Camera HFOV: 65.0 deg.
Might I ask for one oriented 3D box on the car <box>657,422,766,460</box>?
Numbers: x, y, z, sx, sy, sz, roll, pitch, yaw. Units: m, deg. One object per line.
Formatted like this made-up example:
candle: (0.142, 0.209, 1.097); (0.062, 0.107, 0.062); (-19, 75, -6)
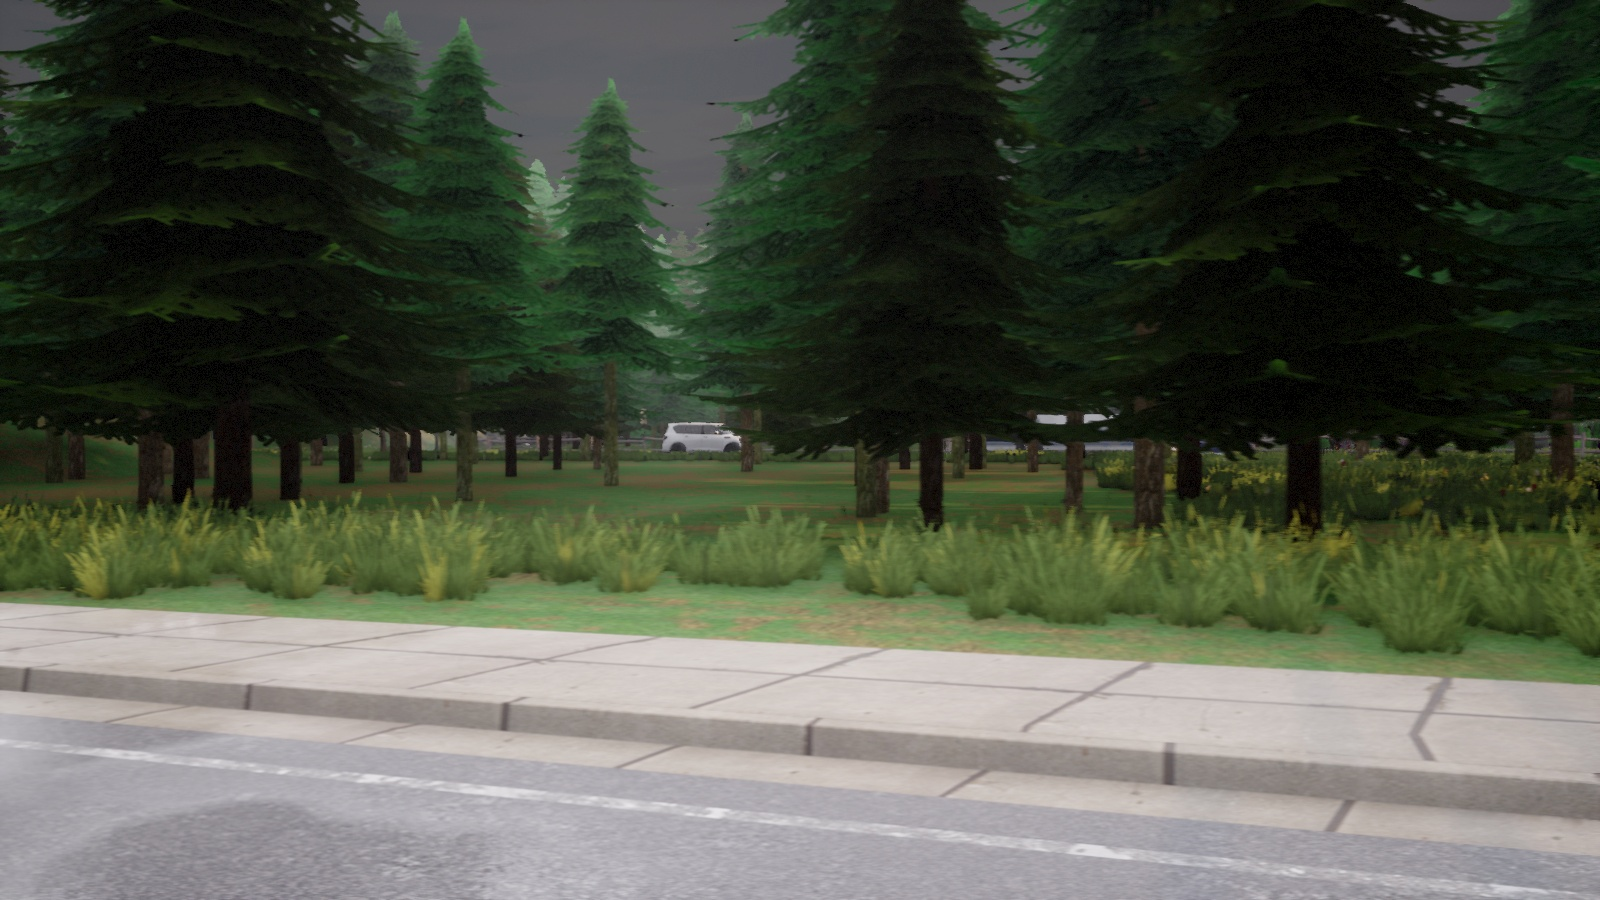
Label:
car: (-4.829, -0.514, 68.761); (5.566, 2.045, 2.150); (0, 1, 21)

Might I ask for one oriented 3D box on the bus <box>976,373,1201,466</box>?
bus: (14.142, -1.474, 61.570); (10.273, 4.253, 3.944); (0, 1, 22)

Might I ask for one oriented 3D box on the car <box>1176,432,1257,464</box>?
car: (20.814, -0.127, 62.693); (3.705, 1.549, 1.789); (1, 1, 22)
